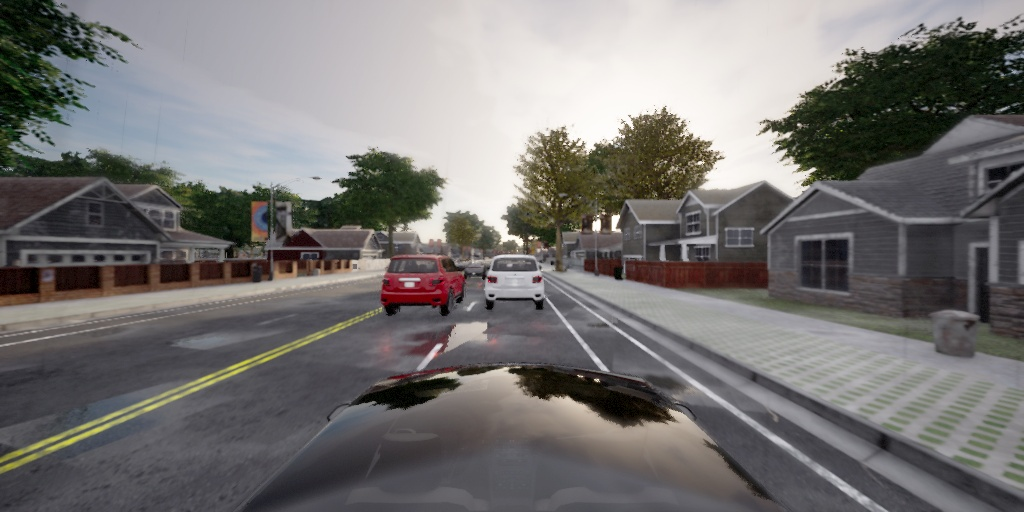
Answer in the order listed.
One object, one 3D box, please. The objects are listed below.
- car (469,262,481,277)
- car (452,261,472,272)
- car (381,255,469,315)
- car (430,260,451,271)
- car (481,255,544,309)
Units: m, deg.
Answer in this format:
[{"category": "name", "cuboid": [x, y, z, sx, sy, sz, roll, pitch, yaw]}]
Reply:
[{"category": "car", "cuboid": [-3.159, 1.265, 32.094, 2.128, 1.511, 4.902, 0, 0, 0]}, {"category": "car", "cuboid": [-6.551, 1.359, 46.937, 1.994, 1.385, 4.181, 0, 0, 1]}, {"category": "car", "cuboid": [-3.153, 0.978, 13.721, 2.150, 2.045, 5.566, 0, 0, 0]}, {"category": "car", "cuboid": [-9.776, 1.276, 49.428, 1.882, 1.535, 5.008, 0, 0, 0]}, {"category": "car", "cuboid": [0.096, 0.979, 15.019, 2.150, 2.045, 5.566, 0, 0, 0]}]
